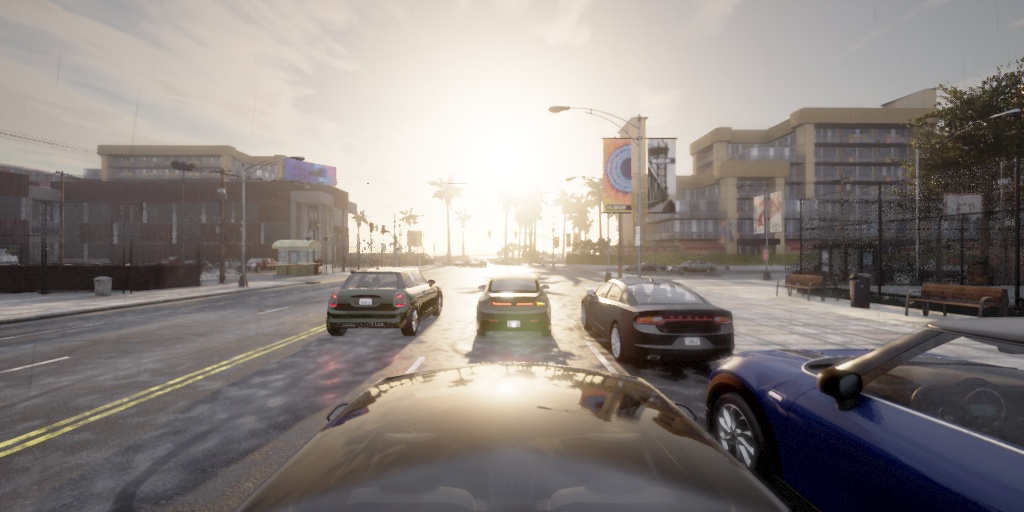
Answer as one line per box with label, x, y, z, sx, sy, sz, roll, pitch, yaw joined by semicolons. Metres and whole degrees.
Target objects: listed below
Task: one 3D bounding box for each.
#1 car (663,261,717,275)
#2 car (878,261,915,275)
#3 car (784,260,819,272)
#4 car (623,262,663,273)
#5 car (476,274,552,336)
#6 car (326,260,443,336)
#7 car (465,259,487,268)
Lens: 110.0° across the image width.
car;19.590;1.239;38.971;4.902;1.511;2.128;0;0;0
car;40.820;1.240;39.110;4.902;1.511;2.128;0;0;0
car;35.142;1.238;42.594;4.902;1.511;2.128;0;0;0
car;15.669;1.348;42.507;4.718;1.301;1.895;0;0;1
car;0.057;1.254;10.348;1.837;1.490;4.892;0;0;0
car;-3.441;1.102;10.594;2.097;1.767;4.553;0;0;0
car;-5.885;1.294;62.392;2.033;1.411;5.357;0;0;14
